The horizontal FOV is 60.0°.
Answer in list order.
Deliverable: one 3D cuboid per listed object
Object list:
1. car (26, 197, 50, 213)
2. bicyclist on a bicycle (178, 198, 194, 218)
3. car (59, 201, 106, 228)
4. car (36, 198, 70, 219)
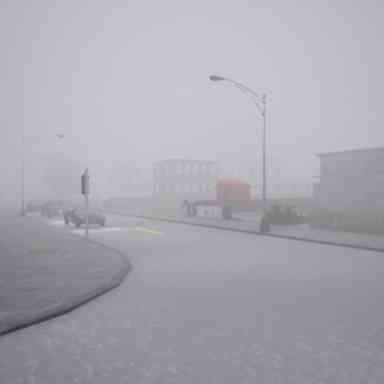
[{"bbox_3d":[-18.184,1.625,39.057,1.812,1.442,4.674,0,0,-33],"label":"car"},{"bbox_3d":[-0.488,1.363,27.610,1.656,1.620,0.582,-1,0,-34],"label":"bicyclist on a bicycle"},{"bbox_3d":[-7.530,1.570,23.070,1.812,1.442,4.674,0,0,-34],"label":"car"},{"bbox_3d":[-12.622,1.562,30.678,2.128,1.511,4.902,0,0,-34],"label":"car"}]
